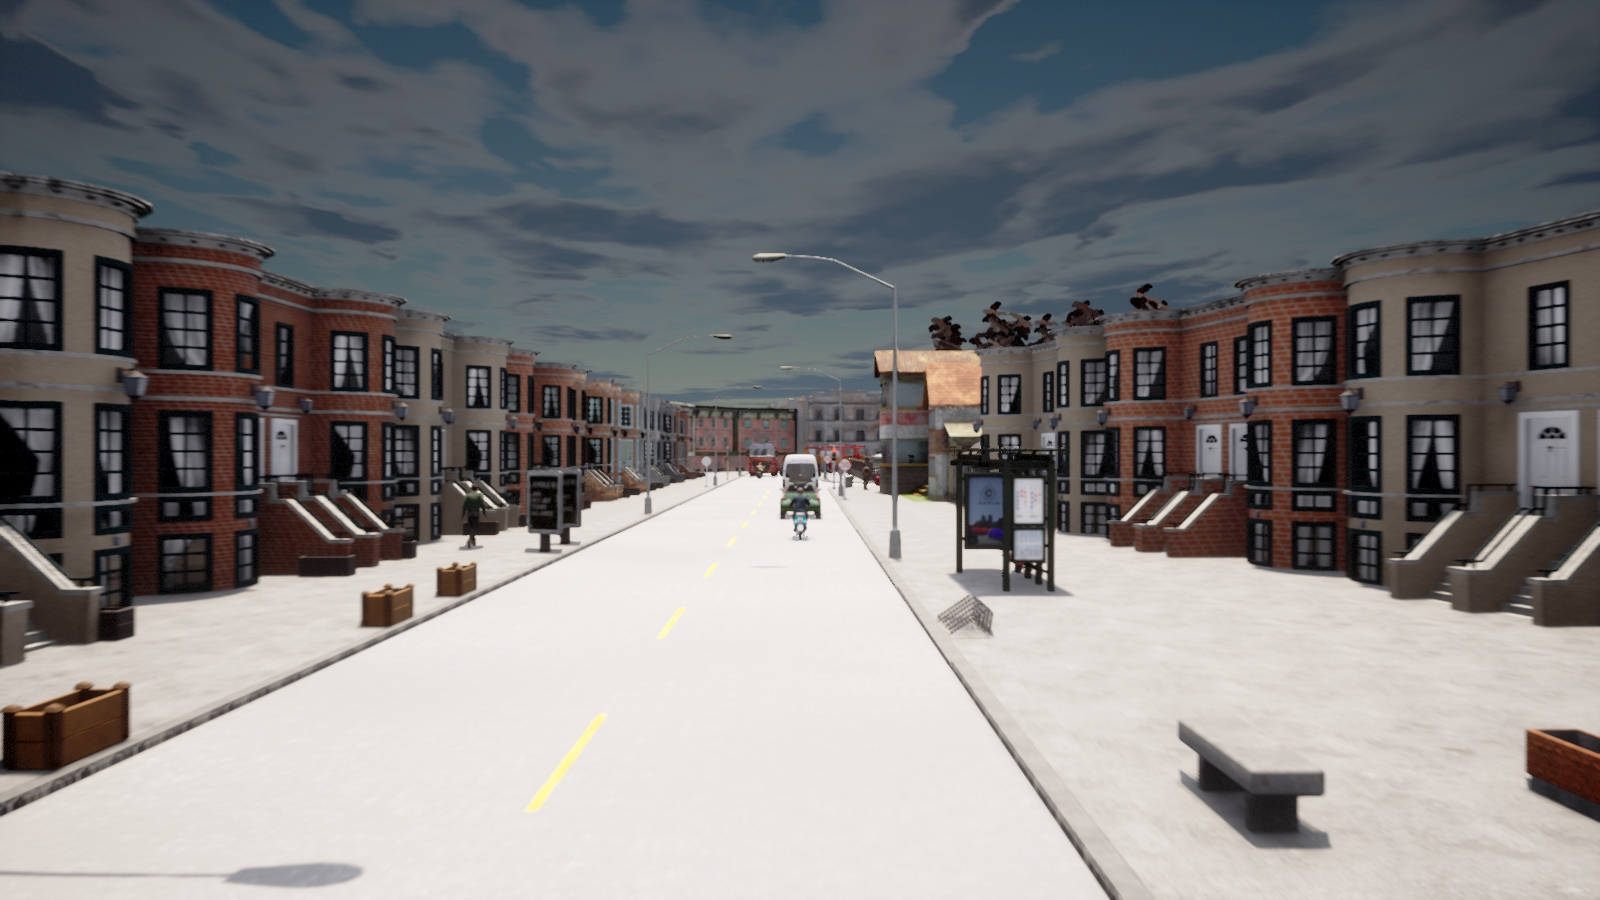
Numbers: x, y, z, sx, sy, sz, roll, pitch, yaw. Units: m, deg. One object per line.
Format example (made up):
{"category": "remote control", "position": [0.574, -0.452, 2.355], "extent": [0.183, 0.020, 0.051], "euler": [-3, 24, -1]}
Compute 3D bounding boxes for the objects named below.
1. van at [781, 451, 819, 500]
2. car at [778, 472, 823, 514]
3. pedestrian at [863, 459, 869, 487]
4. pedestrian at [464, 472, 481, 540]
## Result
{"category": "van", "position": [0.021, 1.338, 62.743], "extent": [1.988, 2.561, 5.915], "euler": [0, 0, 0]}
{"category": "car", "position": [0.017, 1.798, 48.743], "extent": [1.851, 1.617, 3.988], "euler": [0, 0, 0]}
{"category": "pedestrian", "position": [4.457, 1.553, 77.475], "extent": [0.375, 1.860, 0.375], "euler": [0, 0, -1]}
{"category": "pedestrian", "position": [-9.049, 1.536, 31.583], "extent": [0.375, 1.860, 0.375], "euler": [0, 0, 0]}
